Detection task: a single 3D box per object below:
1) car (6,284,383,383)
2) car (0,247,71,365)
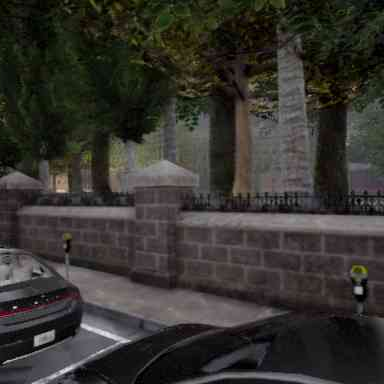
[{"bbox_3d":[0.844,1.568,2.220,4.313,1.339,1.947,0,-1,36],"label":"car"},{"bbox_3d":[-3.593,1.580,5.384,4.403,1.369,2.008,0,-1,36],"label":"car"}]
